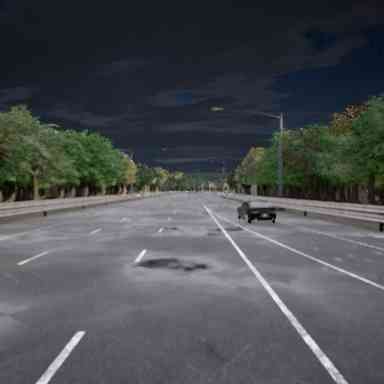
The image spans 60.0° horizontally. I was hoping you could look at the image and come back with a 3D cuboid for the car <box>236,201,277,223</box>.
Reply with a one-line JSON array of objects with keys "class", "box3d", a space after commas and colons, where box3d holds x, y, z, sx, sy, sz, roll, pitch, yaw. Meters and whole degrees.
[{"class": "car", "box3d": [4.509, 1.346, 23.914, 1.882, 1.535, 5.008, 0, 0, -5]}]
